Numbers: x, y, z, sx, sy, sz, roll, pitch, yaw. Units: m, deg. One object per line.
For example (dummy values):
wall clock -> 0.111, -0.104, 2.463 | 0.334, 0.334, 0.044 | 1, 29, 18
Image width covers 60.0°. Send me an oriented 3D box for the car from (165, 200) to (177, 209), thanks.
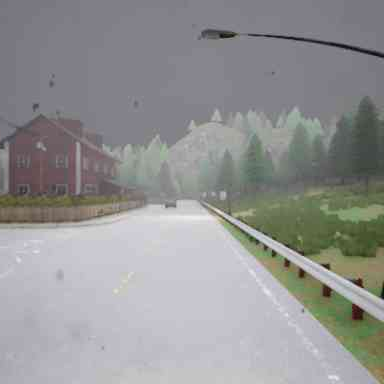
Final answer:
car -> -3.531, 2.075, 56.758 | 2.033, 1.411, 5.357 | 0, -1, 0
